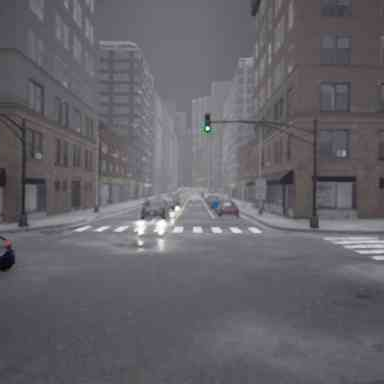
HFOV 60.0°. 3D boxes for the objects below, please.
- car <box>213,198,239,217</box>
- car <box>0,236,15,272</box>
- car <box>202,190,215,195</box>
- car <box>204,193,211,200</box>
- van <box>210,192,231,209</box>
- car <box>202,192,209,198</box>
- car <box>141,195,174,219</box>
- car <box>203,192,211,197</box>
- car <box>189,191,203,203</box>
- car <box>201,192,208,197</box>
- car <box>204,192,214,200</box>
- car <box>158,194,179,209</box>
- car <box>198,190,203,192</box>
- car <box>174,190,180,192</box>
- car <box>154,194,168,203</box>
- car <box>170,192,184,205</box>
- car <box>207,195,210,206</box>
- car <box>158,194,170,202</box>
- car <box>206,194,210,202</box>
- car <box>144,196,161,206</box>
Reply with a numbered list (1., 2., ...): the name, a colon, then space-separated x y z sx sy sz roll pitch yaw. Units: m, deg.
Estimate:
1. car: 3.049 1.416 28.460 1.802 1.307 4.206 0 0 1
2. car: -6.802 1.475 9.154 4.181 1.385 1.994 0 1 32
3. car: 3.753 0.679 68.634 2.150 2.045 5.566 1 1 1
4. car: 3.248 1.238 50.667 1.802 1.307 4.206 1 1 0
5. van: 3.100 1.135 34.010 1.690 1.788 3.998 0 0 1
6. car: 3.594 0.776 89.532 1.947 1.339 4.313 1 1 0
7. car: -2.822 1.293 26.435 1.837 1.490 4.892 1 0 2
8. car: 3.297 1.179 56.223 1.802 1.307 4.206 1 1 0
9. car: 0.540 1.087 56.898 1.812 1.442 4.674 1 1 1
10. car: 3.646 0.661 95.252 1.752 1.417 4.829 1 1 0
11. car: 3.846 0.856 75.606 1.882 1.535 5.008 1 1 1
12. car: -2.734 1.242 36.340 1.812 1.442 4.674 1 0 0
13. car: 0.629 0.939 66.898 2.128 1.511 4.902 1 1 1
14. car: -4.931 0.667 89.614 1.887 1.381 4.507 1 1 1
15. car: -5.227 1.059 56.301 2.008 1.369 4.403 1 1 0
16. car: -2.599 1.125 46.729 2.128 1.511 4.902 1 1 1
17. car: 3.147 1.298 39.562 1.887 1.381 4.507 0 0 1
18. car: -5.178 1.027 61.853 1.802 1.307 4.206 1 1 0
19. car: 3.198 1.291 45.117 1.802 1.307 4.206 1 1 1
20. car: -5.328 1.202 45.196 1.802 1.307 4.206 0 0 1
